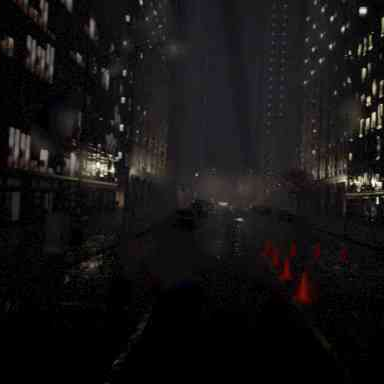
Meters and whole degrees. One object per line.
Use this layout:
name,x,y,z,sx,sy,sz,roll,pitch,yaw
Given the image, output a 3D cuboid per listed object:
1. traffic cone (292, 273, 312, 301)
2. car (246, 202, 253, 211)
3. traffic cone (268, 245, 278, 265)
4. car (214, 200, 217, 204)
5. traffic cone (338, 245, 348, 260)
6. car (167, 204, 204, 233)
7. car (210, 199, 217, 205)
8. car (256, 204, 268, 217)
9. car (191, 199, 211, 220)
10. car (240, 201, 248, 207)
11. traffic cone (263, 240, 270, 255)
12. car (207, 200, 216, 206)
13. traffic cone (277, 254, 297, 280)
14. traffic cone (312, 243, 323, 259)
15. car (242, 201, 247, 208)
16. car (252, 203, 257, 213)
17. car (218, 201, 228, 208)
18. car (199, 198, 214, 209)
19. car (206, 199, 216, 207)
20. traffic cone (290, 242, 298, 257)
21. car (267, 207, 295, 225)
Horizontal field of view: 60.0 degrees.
traffic cone,2.582,2.177,7.692,0.340,0.580,0.340,3,-1,5
car,11.422,2.749,60.790,1.752,1.417,4.829,3,0,5
traffic cone,2.944,2.240,11.676,0.340,0.580,0.340,3,-1,5
car,3.086,2.120,61.404,2.192,1.841,5.009,3,-1,5
traffic cone,6.109,2.421,13.393,0.340,0.580,0.340,3,-1,5
car,-0.532,1.763,21.840,1.887,1.381,4.507,3,-1,5
car,6.162,2.830,95.312,1.947,1.339,4.313,3,0,5
car,9.859,2.559,43.667,1.802,1.307,4.206,3,-1,5
car,0.504,1.831,33.146,1.967,1.590,4.097,3,-1,5
car,13.979,3.189,88.873,1.802,1.307,4.206,3,0,5
traffic cone,3.125,2.272,13.666,0.340,0.580,0.340,3,-1,5
car,4.603,2.561,78.188,1.752,1.417,4.829,3,0,5
traffic cone,2.763,2.209,9.684,0.340,0.580,0.340,3,-1,5
traffic cone,5.115,2.371,13.484,0.340,0.580,0.340,3,-1,5
car,12.434,2.944,71.922,1.947,1.339,4.313,3,0,5
car,10.374,2.642,49.318,1.802,1.307,4.206,3,-1,5
car,6.831,2.629,73.118,1.812,1.442,4.674,3,-1,5
car,1.026,1.792,38.798,2.192,1.841,5.009,3,-1,5
car,4.109,2.401,72.706,1.967,1.590,4.097,3,0,5
traffic cone,4.120,2.322,13.575,0.340,0.580,0.340,3,-1,5
car,8.831,2.374,32.367,1.947,1.339,4.313,3,-1,5
